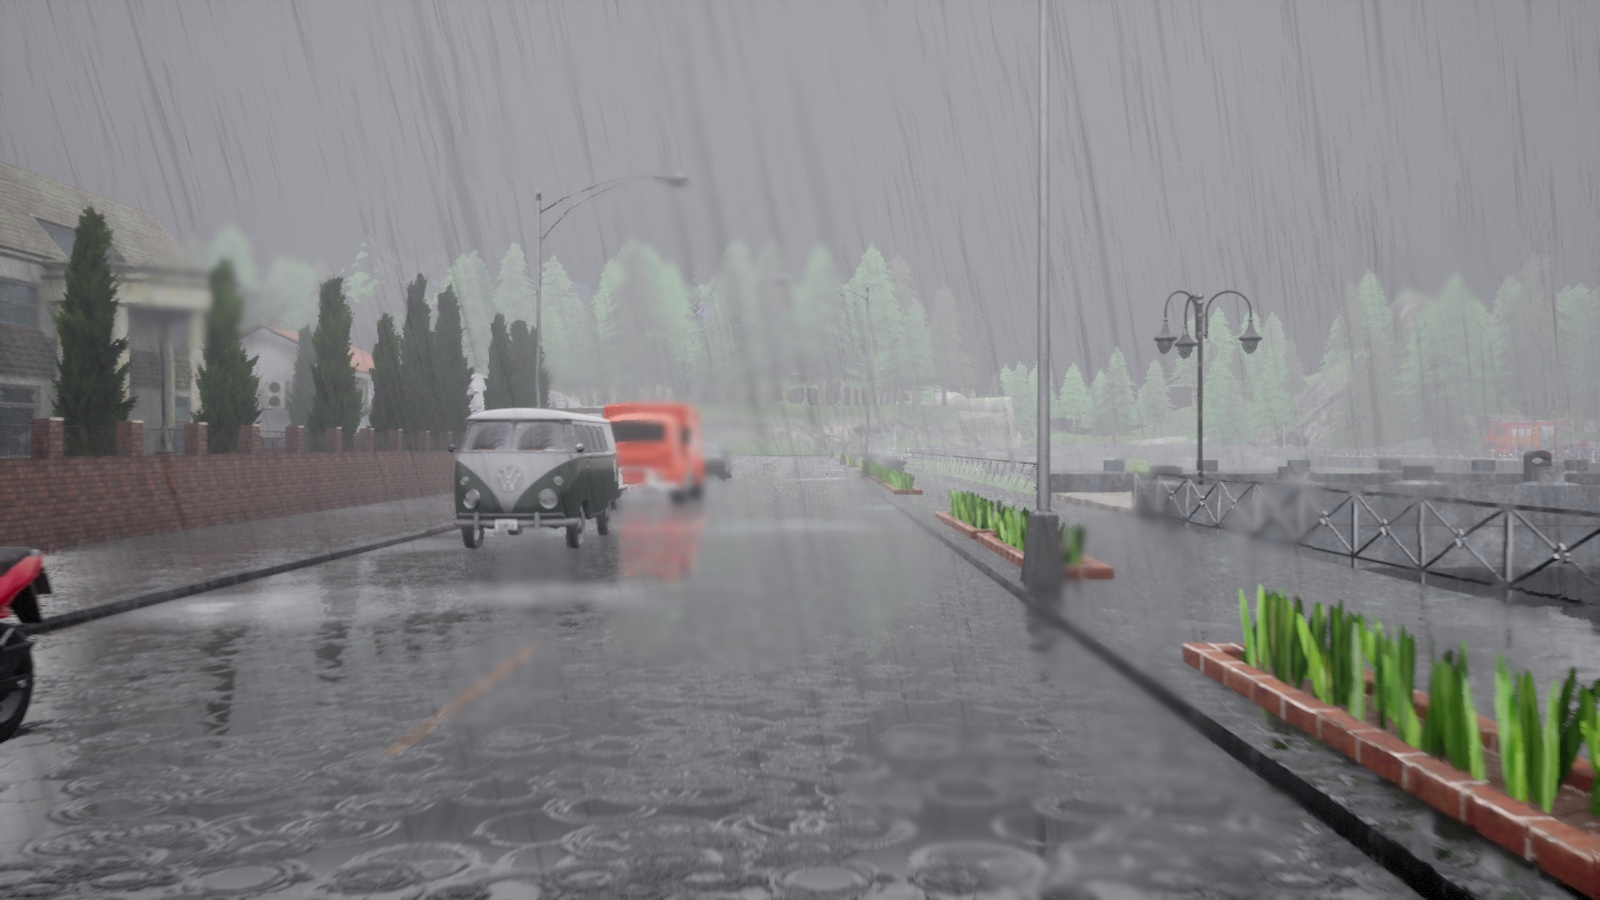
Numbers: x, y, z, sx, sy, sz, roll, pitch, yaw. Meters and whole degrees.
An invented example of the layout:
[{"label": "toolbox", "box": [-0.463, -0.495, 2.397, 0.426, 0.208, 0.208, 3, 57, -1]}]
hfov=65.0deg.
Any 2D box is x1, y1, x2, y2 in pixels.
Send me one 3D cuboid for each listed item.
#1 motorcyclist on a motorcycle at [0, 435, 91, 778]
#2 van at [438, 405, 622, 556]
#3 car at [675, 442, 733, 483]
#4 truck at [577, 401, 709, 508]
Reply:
[{"label": "motorcyclist on a motorcycle", "box": [-3.956, 0.696, 5.267, 0.797, 1.523, 2.044, 0, 0, 0]}, {"label": "van", "box": [-3.878, 0.390, 18.784, 1.775, 1.987, 4.442, 0, 0, 0]}, {"label": "car", "box": [-3.705, 0.443, 49.407, 1.882, 1.535, 5.008, 0, 0, 0]}, {"label": "truck", "box": [-3.805, 0.079, 31.568, 2.627, 2.467, 5.204, 0, 0, 0]}]
